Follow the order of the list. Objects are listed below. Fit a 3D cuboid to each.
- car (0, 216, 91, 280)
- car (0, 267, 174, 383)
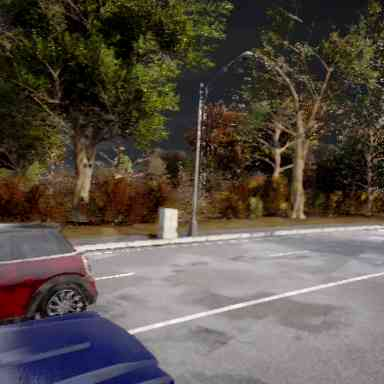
[{"bbox_3d":[-3.957,1.323,5.291,4.553,1.767,2.097,0,0,-35],"label":"car"},{"bbox_3d":[-2.380,1.584,1.962,4.718,1.301,1.895,0,0,-36],"label":"car"}]
